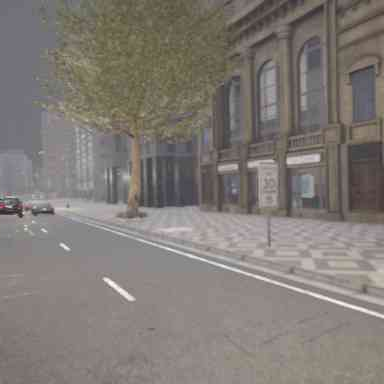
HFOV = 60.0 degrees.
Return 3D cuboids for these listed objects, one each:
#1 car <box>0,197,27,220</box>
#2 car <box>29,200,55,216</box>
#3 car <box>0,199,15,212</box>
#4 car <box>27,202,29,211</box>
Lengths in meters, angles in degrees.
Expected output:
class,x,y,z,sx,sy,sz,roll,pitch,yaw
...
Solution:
class,x,y,z,sx,sy,sz,roll,pitch,yaw
car,-17.829,1.512,32.503,2.150,2.045,5.566,-2,1,-30
car,-16.063,1.774,35.824,1.994,1.385,4.181,-2,1,-29
car,-25.366,1.856,45.529,1.882,1.535,5.008,-2,1,-30
car,-21.376,1.837,44.944,1.994,1.385,4.181,-2,1,-30
